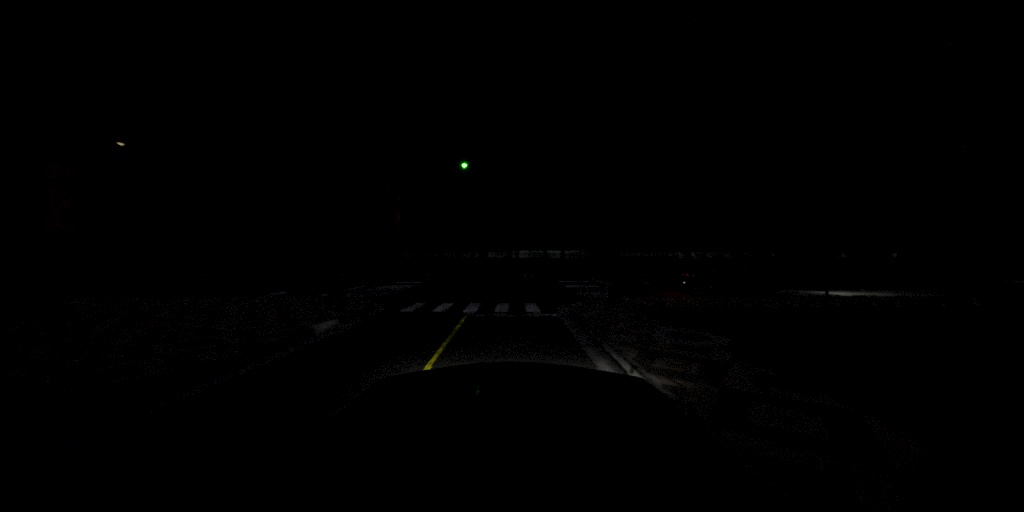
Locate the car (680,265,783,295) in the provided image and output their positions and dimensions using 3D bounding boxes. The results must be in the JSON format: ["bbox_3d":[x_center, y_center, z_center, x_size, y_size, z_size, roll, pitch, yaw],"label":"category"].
[{"bbox_3d":[11.535,1.209,18.972,4.902,1.511,2.128,0,0,0],"label":"car"}]
